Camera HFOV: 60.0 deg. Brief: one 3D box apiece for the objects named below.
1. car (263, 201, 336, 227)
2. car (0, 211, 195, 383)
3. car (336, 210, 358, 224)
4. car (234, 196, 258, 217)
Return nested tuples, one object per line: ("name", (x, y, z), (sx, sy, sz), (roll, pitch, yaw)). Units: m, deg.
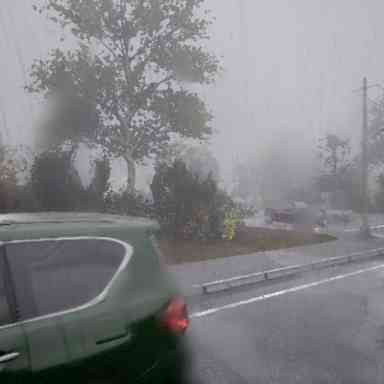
("car", (7.353, 1.426, 23.614), (2.097, 1.767, 4.553), (0, -1, -38))
("car", (-2.583, 1.220, 2.152), (5.566, 2.045, 2.150), (0, 0, -35))
("car", (10.146, 1.675, 25.817), (1.895, 1.301, 4.718), (0, -1, -39))
("car", (3.907, 1.430, 33.349), (2.150, 2.045, 5.566), (0, -1, -41))
